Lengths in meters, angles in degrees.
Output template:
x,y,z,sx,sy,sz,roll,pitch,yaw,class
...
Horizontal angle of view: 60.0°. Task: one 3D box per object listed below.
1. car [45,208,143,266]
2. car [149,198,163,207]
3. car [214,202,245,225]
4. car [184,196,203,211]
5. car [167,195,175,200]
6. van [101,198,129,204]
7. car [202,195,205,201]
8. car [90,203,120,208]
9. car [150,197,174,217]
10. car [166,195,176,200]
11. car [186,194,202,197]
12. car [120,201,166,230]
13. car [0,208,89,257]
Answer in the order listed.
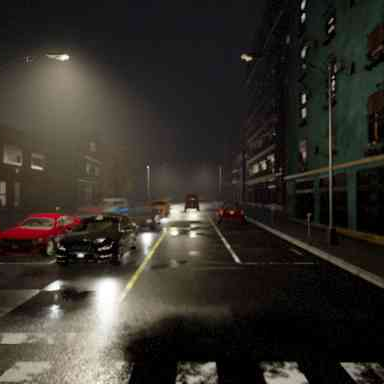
x,y,z,sx,sy,sz,roll,pitch,yaw,class
-3.097,1.511,11.659,1.837,1.490,4.892,0,0,0,car
-5.690,1.611,52.853,1.802,1.307,4.206,1,0,0,car
2.699,1.453,24.482,1.967,1.590,4.097,1,0,0,car
-0.010,1.569,40.722,2.033,1.411,5.357,0,0,0,car
-5.700,1.622,92.660,1.947,1.339,4.313,1,0,0,car
-5.678,1.353,24.419,1.690,1.788,3.998,1,0,0,van
2.682,1.578,87.205,1.752,1.417,4.829,1,0,0,car
-5.681,1.554,18.732,1.887,1.381,4.507,1,0,0,car
-3.098,1.494,31.706,1.882,1.535,5.008,0,0,0,car
-5.694,1.488,81.285,1.967,1.590,4.097,1,0,0,car
-0.013,1.249,51.178,2.150,2.045,5.566,0,0,0,car
-3.093,1.558,21.536,2.033,1.411,5.357,0,0,0,car
-5.756,1.551,13.050,1.887,1.381,4.507,1,0,0,car
